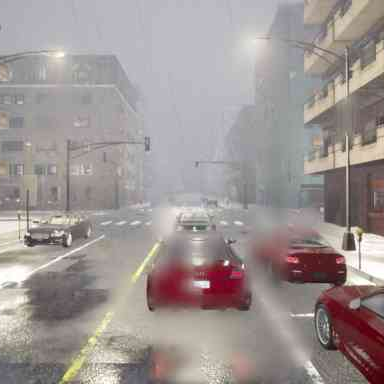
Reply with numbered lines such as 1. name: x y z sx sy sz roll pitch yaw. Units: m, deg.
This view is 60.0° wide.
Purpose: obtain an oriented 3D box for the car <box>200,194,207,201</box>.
1. car: 3.044 1.558 69.729 2.008 1.369 4.403 1 0 0

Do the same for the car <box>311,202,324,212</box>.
1. car: 15.584 1.518 36.901 4.507 1.381 1.887 0 -1 1

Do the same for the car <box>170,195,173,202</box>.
1. car: -5.376 1.448 64.144 1.967 1.590 4.097 1 0 0

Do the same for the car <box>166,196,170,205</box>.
1. car: -5.419 1.574 58.473 1.947 1.339 4.313 1 0 0

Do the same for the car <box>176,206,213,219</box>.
1. car: 0.119 1.604 16.560 1.895 1.301 4.718 0 0 0

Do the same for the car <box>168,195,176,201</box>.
1. car: -5.210 1.554 86.826 1.887 1.381 4.507 1 0 0

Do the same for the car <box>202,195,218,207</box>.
1. car: 3.014 1.558 51.141 2.008 1.369 4.403 1 0 0

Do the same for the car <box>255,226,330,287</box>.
1. car: 2.676 1.584 9.019 1.802 1.307 4.206 1 0 0

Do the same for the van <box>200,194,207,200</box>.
1. van: 3.215 1.350 92.409 1.690 1.788 3.998 1 0 0

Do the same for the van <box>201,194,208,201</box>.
1. van: 3.173 1.349 86.739 1.690 1.788 3.998 1 0 0

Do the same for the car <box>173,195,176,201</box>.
1. car: -5.294 1.575 75.485 1.947 1.339 4.313 1 0 0

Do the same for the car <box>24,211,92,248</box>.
1. car: -5.755 1.554 14.766 2.008 1.369 4.403 1 0 0

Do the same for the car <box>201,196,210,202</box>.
1. car: 3.085 1.590 75.399 1.802 1.307 4.206 1 0 0

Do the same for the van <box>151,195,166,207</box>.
1. van: -5.533 1.349 52.811 1.690 1.788 3.998 1 0 0

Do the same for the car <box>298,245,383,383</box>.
1. car: 2.671 1.583 3.348 1.802 1.307 4.206 1 0 0

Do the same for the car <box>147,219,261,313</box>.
1. car: 0.114 1.566 7.743 1.994 1.385 4.181 0 0 -1
